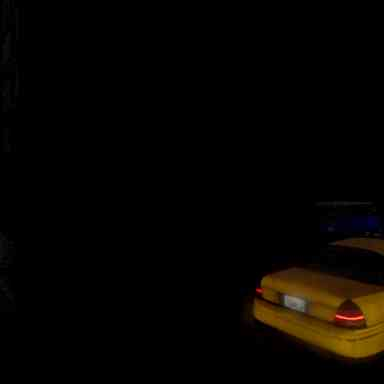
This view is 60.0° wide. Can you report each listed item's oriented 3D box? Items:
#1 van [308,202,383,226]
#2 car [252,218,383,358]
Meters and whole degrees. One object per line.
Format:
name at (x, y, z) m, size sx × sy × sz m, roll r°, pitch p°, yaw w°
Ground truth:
van at (7.074, 1.342, 15.444) m, size 3.998 × 1.788 × 1.690 m, roll 0°, pitch 0°, yaw -36°
car at (3.440, 1.456, 5.886) m, size 5.366 × 1.575 × 1.801 m, roll 0°, pitch 0°, yaw -35°
